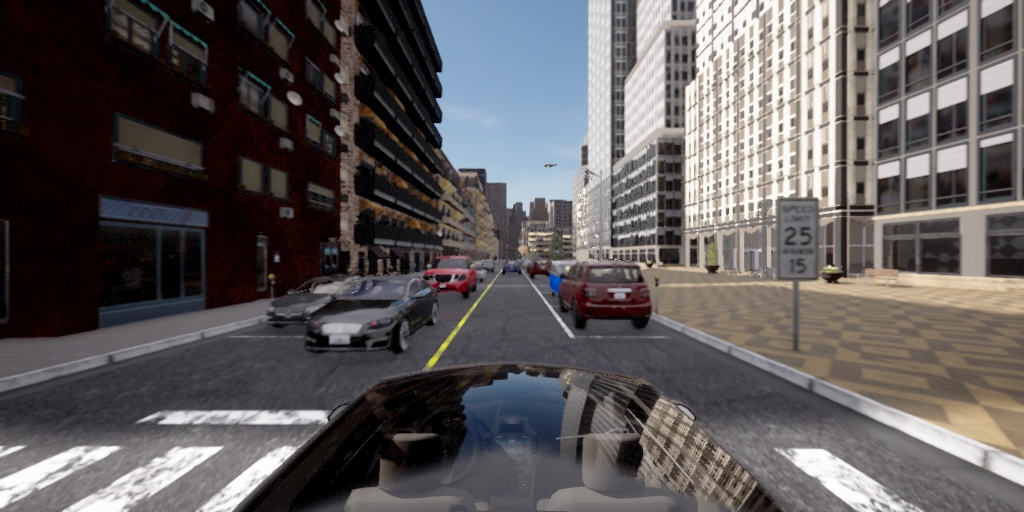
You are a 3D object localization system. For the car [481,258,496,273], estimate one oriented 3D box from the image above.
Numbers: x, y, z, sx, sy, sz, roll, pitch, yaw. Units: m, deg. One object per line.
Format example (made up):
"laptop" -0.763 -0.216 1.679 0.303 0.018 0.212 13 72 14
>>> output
"car" -3.022 1.374 44.664 1.837 1.490 4.892 0 0 0

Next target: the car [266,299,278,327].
"car" -5.696 1.303 11.305 2.007 1.370 4.403 0 0 0

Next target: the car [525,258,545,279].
"car" 2.672 1.122 33.415 2.192 1.841 5.009 0 0 0

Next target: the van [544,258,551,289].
"van" 2.681 1.114 16.836 1.690 1.789 3.998 0 0 0

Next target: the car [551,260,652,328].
"car" 2.684 1.079 11.310 2.192 1.841 5.009 0 0 0

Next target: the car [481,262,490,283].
"car" -3.106 1.389 28.809 1.895 1.301 4.718 0 0 0

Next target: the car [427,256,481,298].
"car" -3.089 0.991 18.864 2.150 2.045 5.566 0 0 0

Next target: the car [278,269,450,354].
"car" -3.098 1.244 8.909 2.128 1.511 4.902 0 0 0

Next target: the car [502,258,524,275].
"car" -0.020 1.172 40.473 2.097 1.767 4.553 0 0 0
